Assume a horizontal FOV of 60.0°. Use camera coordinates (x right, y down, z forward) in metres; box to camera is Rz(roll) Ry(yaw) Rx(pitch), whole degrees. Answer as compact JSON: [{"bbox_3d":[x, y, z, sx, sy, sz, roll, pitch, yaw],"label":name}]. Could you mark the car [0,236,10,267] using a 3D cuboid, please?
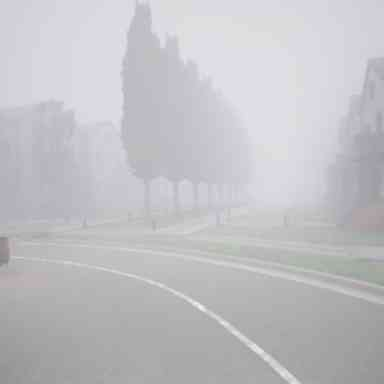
[{"bbox_3d":[-7.725,1.655,9.907,5.008,1.535,1.882,-1,-1,24],"label":"car"}]
